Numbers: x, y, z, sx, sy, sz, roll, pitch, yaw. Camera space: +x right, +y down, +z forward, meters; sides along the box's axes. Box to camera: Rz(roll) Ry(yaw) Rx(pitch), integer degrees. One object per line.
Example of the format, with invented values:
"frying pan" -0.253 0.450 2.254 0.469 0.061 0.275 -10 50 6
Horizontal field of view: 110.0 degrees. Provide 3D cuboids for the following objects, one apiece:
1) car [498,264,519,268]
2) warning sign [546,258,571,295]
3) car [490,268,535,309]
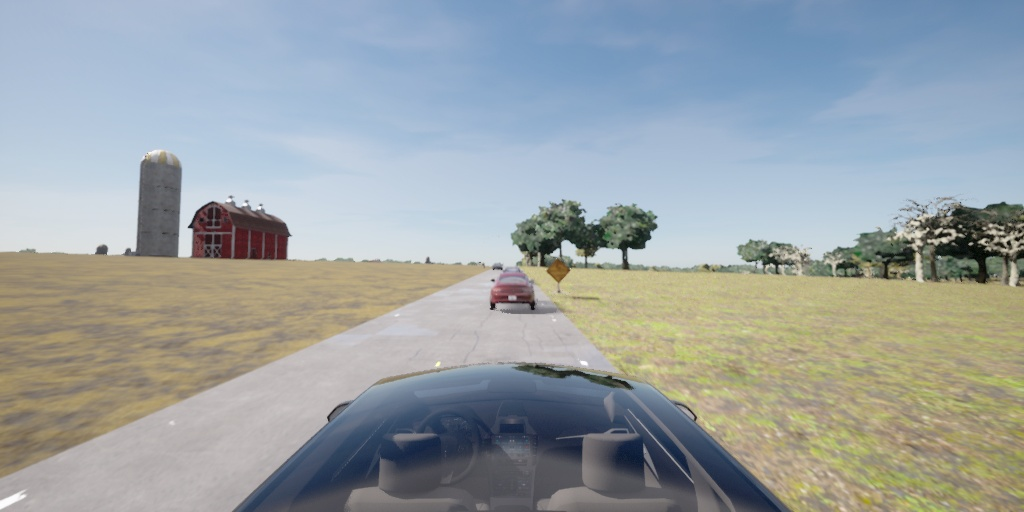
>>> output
"car" 0.045 1.632 30.374 1.994 1.385 4.181 0 -1 1
"warning sign" 2.469 1.056 18.796 1.300 1.860 1.060 0 0 0
"car" 0.034 1.432 15.760 1.812 1.442 4.674 0 0 0
